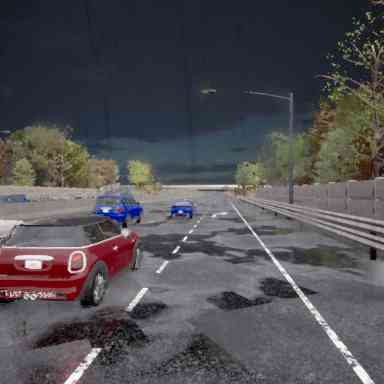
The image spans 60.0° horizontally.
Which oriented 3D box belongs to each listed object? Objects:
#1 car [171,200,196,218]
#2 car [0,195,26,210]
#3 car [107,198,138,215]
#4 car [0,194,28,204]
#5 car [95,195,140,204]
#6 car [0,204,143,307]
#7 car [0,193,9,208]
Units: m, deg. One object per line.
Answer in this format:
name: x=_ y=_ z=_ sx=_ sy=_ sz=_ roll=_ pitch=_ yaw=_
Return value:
car: x=-0.705 y=1.479 z=29.962 sx=1.882 sy=1.535 sz=5.008 roll=0 pitch=0 yaw=5
car: x=-24.234 y=1.359 z=43.874 sx=2.097 sy=1.767 sz=4.553 roll=0 pitch=0 yaw=6
car: x=-7.248 y=1.480 z=35.271 sx=1.882 sy=1.535 sz=5.008 roll=0 pitch=0 yaw=5
car: x=-18.263 y=1.223 z=32.334 sx=2.150 sy=2.045 sz=5.566 roll=0 pitch=0 yaw=5
car: x=-4.899 y=1.222 z=22.554 sx=2.150 sy=2.045 sz=5.566 roll=0 pitch=0 yaw=5
car: x=-2.697 y=1.350 z=8.203 sx=2.097 sy=1.767 sz=4.553 roll=0 pitch=0 yaw=5
car: x=-27.633 y=1.229 z=45.105 sx=2.150 sy=2.045 sz=5.566 roll=0 pitch=0 yaw=5
